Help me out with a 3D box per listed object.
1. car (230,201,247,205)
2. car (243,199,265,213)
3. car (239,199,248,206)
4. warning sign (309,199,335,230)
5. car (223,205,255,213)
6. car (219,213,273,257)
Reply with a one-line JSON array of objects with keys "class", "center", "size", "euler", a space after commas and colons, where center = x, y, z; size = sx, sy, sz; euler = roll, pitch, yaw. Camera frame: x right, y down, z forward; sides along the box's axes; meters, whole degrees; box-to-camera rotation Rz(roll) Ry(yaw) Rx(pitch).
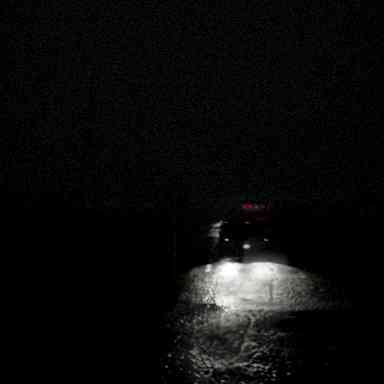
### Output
[{"class": "car", "center": [4.286, 2.052, 34.812], "size": [2.128, 1.511, 4.902], "euler": [0, -1, 6]}, {"class": "car", "center": [7.871, 1.879, 41.686], "size": [2.150, 2.045, 5.566], "euler": [0, -1, 7]}, {"class": "car", "center": [13.376, 2.793, 86.793], "size": [2.097, 1.767, 4.553], "euler": [0, -1, 6]}, {"class": "warning sign", "center": [8.209, 1.417, 21.002], "size": [1.300, 1.860, 1.060], "euler": [0, 0, 6]}, {"class": "car", "center": [3.207, 1.935, 24.263], "size": [2.033, 1.411, 5.357], "euler": [0, -1, 6]}, {"class": "car", "center": [2.142, 1.782, 13.804], "size": [1.994, 1.385, 4.181], "euler": [0, -1, 6]}]
